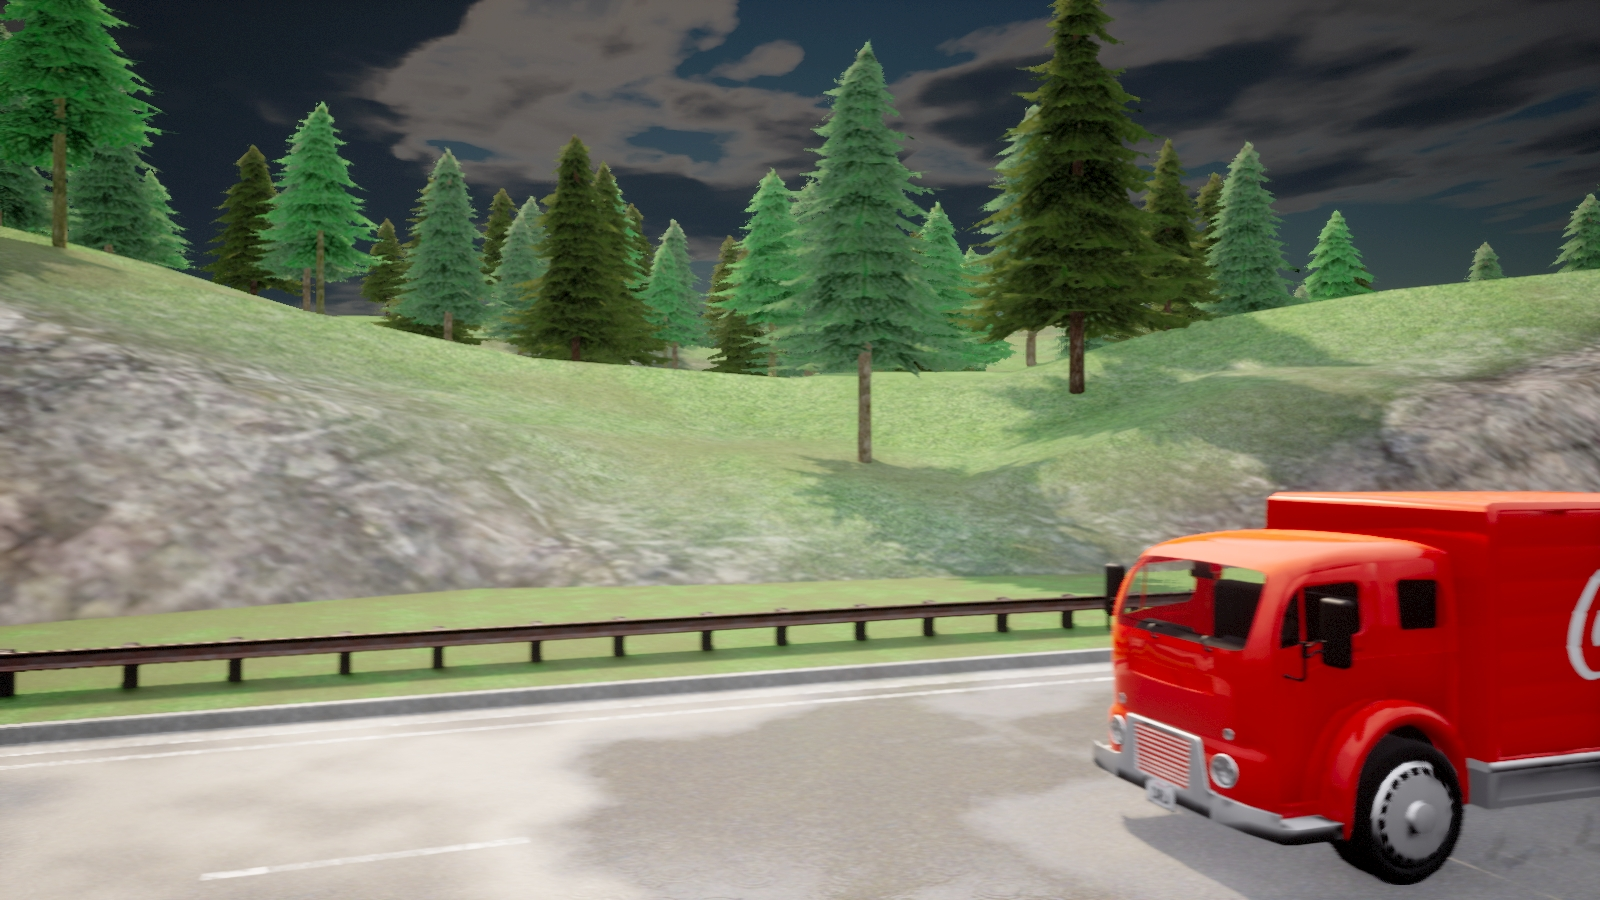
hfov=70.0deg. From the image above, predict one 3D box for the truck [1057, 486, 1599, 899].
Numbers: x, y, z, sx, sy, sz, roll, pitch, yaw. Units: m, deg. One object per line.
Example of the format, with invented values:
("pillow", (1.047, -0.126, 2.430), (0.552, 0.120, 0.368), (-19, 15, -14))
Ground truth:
("truck", (4.955, 1.567, 8.804), (5.204, 2.467, 2.627), (0, 0, -19))
